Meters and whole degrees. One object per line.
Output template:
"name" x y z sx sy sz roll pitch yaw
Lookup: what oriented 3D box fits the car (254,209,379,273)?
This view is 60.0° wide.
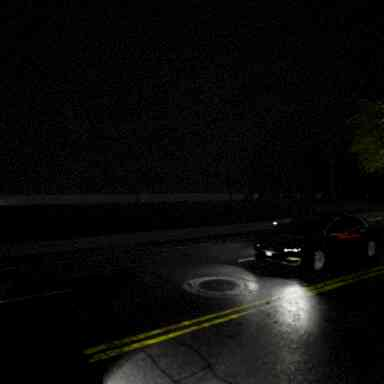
"car" 4.099 1.436 10.590 4.892 1.490 1.837 -1 0 -35

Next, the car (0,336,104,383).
"car" -2.449 1.572 1.693 4.181 1.385 1.994 -1 0 -35

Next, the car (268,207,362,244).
"car" 5.977 1.498 15.917 4.718 1.301 1.895 -1 0 -35
